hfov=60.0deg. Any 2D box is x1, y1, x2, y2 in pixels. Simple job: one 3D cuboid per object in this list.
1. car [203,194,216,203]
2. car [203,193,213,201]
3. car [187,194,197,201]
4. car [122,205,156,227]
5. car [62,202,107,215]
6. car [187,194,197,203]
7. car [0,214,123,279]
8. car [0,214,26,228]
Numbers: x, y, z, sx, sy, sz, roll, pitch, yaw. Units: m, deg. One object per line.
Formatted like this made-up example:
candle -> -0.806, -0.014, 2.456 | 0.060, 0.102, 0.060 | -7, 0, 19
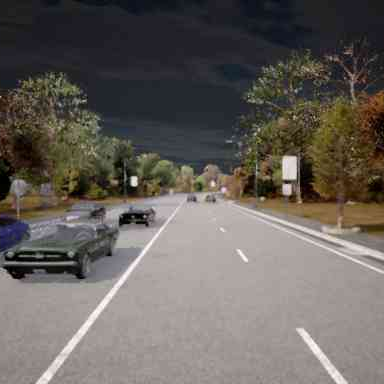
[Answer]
car -> 3.474, 1.213, 62.083 | 2.128, 1.511, 4.902 | 0, 0, 0
car -> 3.470, 1.078, 72.493 | 1.882, 1.535, 5.008 | 0, 0, 0
car -> -0.030, 1.136, 72.497 | 2.128, 1.511, 4.902 | 0, 0, 0
car -> -3.509, 1.548, 21.945 | 1.895, 1.301, 4.718 | 0, 0, 0
car -> -7.009, 1.420, 21.972 | 2.128, 1.511, 4.902 | 0, 0, 0
car -> -0.026, 1.227, 62.081 | 1.837, 1.490, 4.892 | 0, 0, 0
car -> -3.593, 1.558, 10.036 | 1.895, 1.301, 4.718 | 0, 0, 0
car -> -7.090, 1.479, 11.063 | 1.812, 1.442, 4.674 | 0, 0, 0
